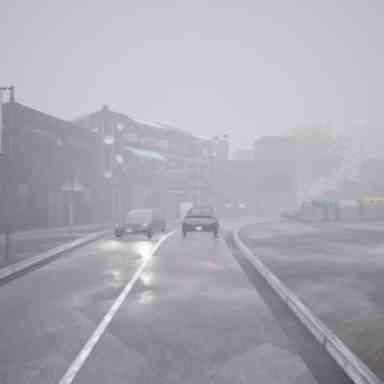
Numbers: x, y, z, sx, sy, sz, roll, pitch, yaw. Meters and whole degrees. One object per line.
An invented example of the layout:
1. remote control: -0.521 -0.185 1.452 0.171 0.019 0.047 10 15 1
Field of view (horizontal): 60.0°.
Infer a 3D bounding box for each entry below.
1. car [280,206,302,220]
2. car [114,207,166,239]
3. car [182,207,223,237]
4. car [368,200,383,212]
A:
1. car: 11.284 2.062 32.990 5.357 1.411 2.033 0 -2 -25
2. car: -2.633 1.571 17.953 1.812 1.442 4.674 0 -1 9
3. car: 0.625 1.548 18.350 2.128 1.511 4.902 0 0 7
4. car: 26.431 1.843 44.707 2.231 1.521 4.892 -3 -2 -12
